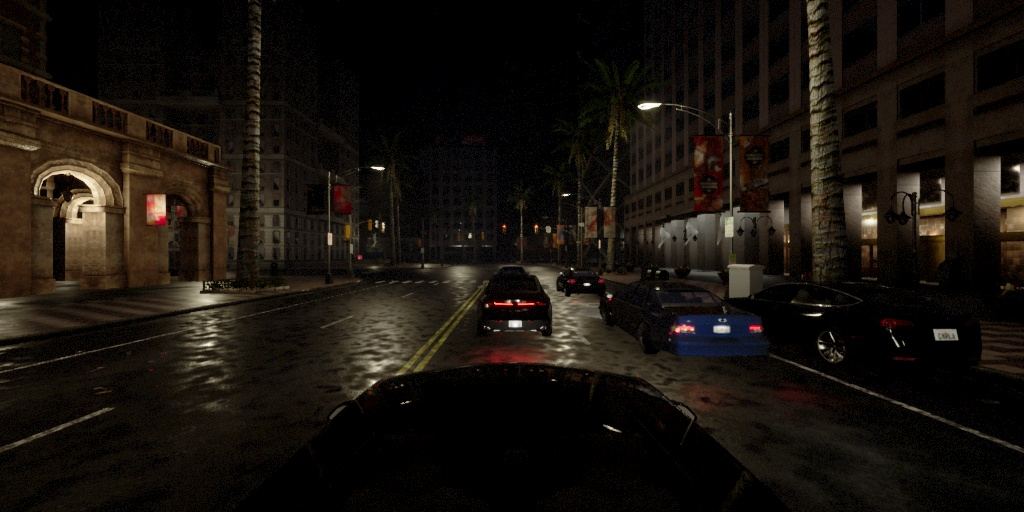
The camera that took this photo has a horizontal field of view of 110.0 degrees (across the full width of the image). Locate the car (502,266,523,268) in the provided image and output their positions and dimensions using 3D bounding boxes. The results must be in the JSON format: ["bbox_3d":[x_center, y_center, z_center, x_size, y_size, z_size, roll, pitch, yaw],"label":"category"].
[{"bbox_3d":[0.013,1.276,19.306,1.812,1.442,4.674,0,0,-2],"label":"car"}]

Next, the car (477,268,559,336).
[{"bbox_3d":[0.052,1.254,10.359,1.837,1.490,4.892,0,0,0],"label":"car"}]

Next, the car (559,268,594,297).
[{"bbox_3d":[3.517,1.314,18.902,1.994,1.385,4.181,0,0,-1],"label":"car"}]

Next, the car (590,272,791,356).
[{"bbox_3d":[3.566,1.298,8.634,2.033,1.411,5.357,0,0,0],"label":"car"}]
